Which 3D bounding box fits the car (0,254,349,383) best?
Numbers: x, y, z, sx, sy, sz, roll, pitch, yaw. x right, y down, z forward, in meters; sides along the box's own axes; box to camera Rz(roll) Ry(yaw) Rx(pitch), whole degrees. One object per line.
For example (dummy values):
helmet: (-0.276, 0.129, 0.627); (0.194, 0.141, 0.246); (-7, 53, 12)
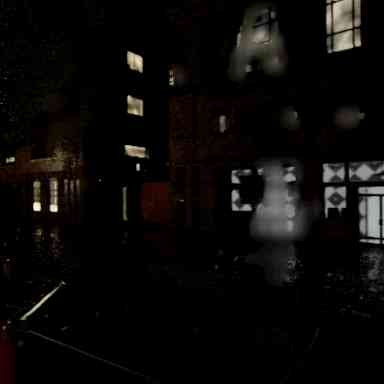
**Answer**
car: (-0.708, 1.463, 3.378); (4.097, 1.590, 1.967); (-1, 0, 35)
